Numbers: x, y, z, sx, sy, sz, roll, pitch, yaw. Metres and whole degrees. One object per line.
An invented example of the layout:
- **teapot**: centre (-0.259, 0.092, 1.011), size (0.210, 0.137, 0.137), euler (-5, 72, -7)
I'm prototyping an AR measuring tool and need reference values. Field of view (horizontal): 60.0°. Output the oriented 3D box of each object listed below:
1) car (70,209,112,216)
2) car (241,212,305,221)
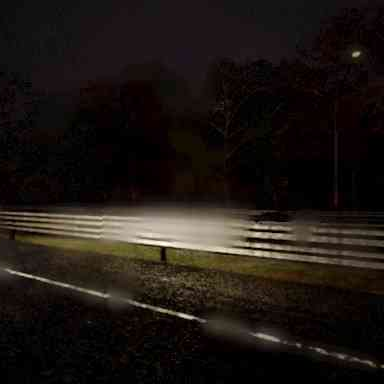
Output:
- **car**: centre (-8.226, 2.045, 25.866), size (4.181, 1.385, 1.994), euler (0, 0, 18)
- **car**: centre (5.010, 2.035, 21.591), size (4.674, 1.442, 1.812), euler (0, 0, 15)
